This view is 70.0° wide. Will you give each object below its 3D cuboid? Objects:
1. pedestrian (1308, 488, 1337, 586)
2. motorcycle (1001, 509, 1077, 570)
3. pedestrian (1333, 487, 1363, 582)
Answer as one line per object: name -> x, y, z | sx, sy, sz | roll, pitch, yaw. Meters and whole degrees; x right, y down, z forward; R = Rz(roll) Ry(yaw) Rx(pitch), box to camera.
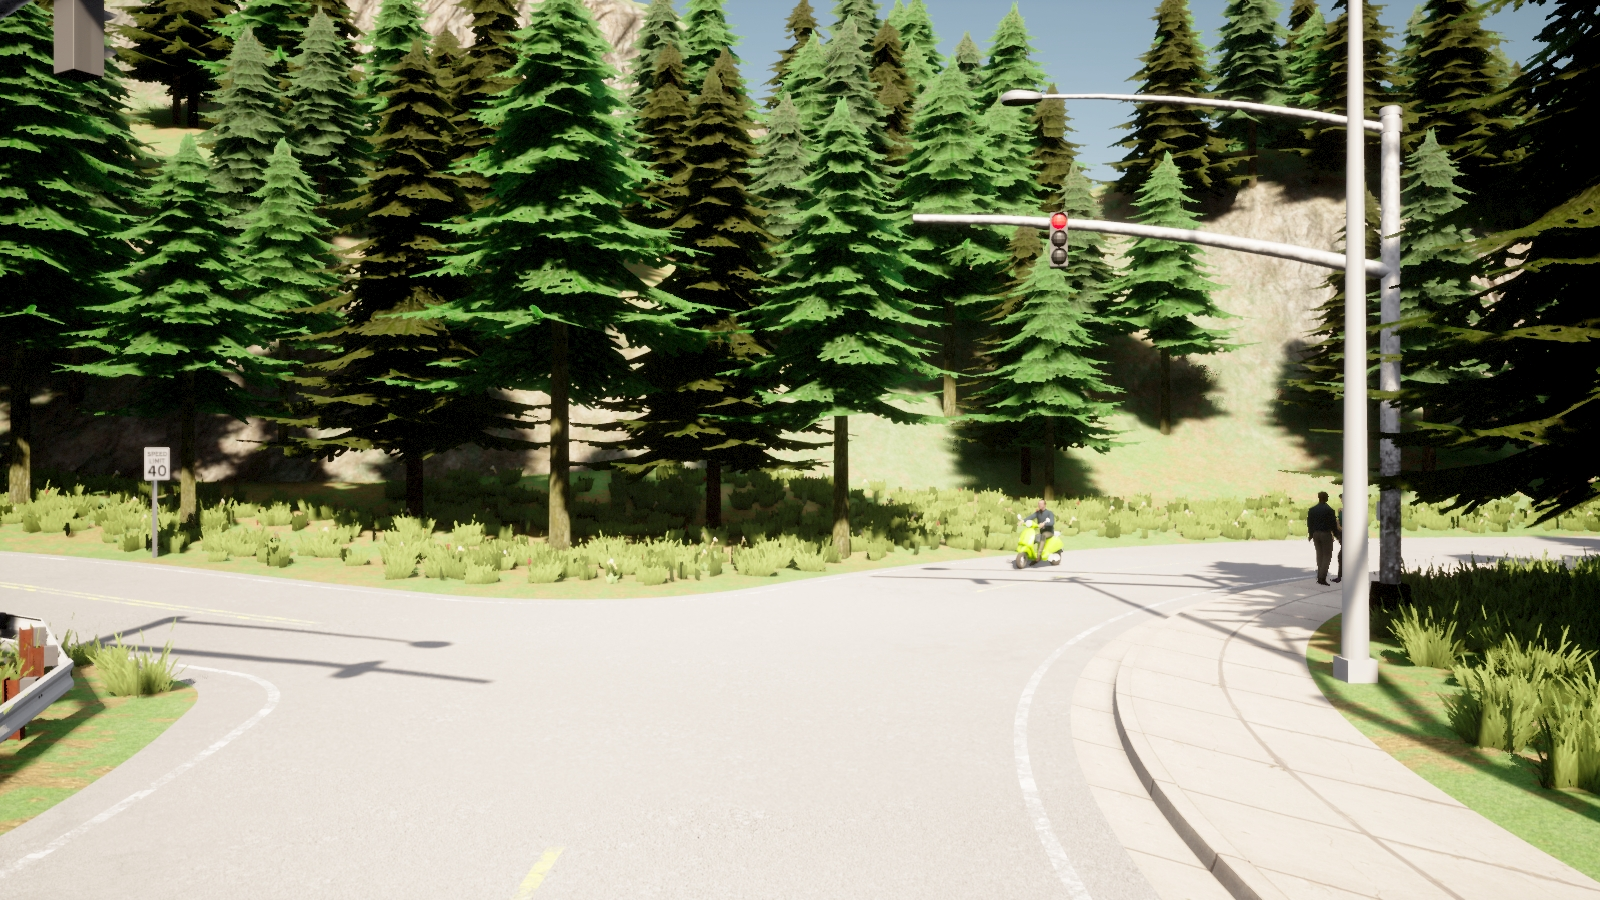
pedestrian -> 10.099, 1.668, 22.077 | 0.375, 1.860, 0.375 | 0, 0, -33
motorcycle -> 5.702, 2.113, 27.217 | 1.805, 1.316, 0.856 | 0, 0, -41
pedestrian -> 10.866, 1.668, 22.660 | 0.375, 1.860, 0.375 | 0, 0, -23
